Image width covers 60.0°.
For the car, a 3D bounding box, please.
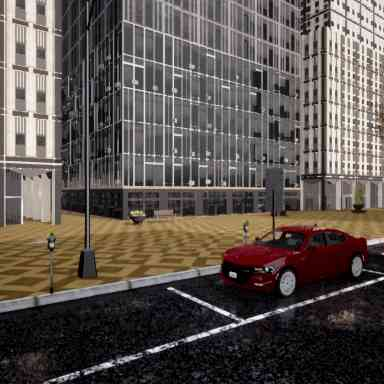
[{"bbox_3d":[2.716,1.545,8.505,4.507,1.381,1.887,0,0,-36],"label":"car"}]
